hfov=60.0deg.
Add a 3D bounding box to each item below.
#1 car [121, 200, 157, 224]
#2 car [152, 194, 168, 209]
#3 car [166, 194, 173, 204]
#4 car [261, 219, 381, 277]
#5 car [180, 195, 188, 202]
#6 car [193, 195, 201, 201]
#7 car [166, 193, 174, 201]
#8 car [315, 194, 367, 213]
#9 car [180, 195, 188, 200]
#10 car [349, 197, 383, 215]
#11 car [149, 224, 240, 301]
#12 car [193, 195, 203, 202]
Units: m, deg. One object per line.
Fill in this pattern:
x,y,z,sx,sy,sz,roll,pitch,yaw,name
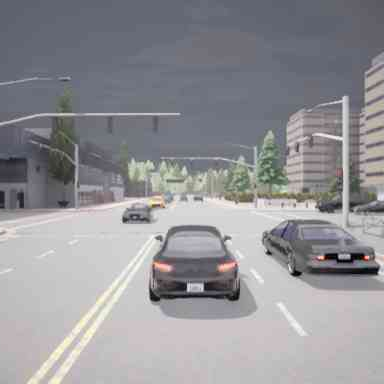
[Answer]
-3.969,1.562,24.817,1.994,1.385,4.181,0,0,-2,car
-4.637,1.474,44.715,1.882,1.535,5.008,0,0,-2,car
-5.092,1.519,63.150,1.812,1.442,4.674,0,0,-1,car
3.533,1.547,10.240,2.033,1.411,5.357,0,0,0,car
-1.922,1.526,78.102,2.033,1.411,5.357,0,0,-1,car
1.302,1.492,88.810,1.837,1.490,4.892,0,0,-1,car
-5.444,1.204,78.911,2.150,2.045,5.566,0,0,-1,car
16.284,1.219,35.967,5.566,2.045,2.150,0,0,-2,car
-2.197,1.459,88.737,1.994,1.385,4.181,0,0,-1,car
18.220,1.523,32.499,4.674,1.442,1.812,0,0,-2,car
0.035,1.525,8.182,1.812,1.442,4.674,0,0,-1,car
1.565,1.471,78.672,1.882,1.535,5.008,0,0,-1,car
